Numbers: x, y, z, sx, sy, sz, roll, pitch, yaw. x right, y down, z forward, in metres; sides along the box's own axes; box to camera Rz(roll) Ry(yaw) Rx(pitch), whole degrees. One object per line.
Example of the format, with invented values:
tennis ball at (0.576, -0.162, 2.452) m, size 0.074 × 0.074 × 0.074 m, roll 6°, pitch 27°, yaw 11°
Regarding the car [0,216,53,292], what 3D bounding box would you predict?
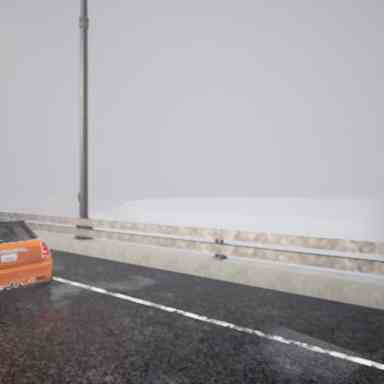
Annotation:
car at (-5.361, 1.326, 7.864) m, size 4.553 × 1.767 × 2.097 m, roll 0°, pitch 0°, yaw 35°
